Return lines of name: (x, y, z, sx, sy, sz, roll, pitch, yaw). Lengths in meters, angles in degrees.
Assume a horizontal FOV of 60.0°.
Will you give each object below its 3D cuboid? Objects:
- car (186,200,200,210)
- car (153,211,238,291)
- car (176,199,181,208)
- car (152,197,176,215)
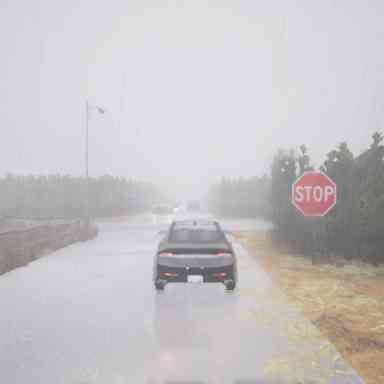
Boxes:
car: (0.123, 1.745, 45.844, 2.033, 1.411, 5.357, 0, 0, 0)
car: (0.079, 1.497, 8.991, 2.128, 1.511, 4.902, 0, 0, 0)
car: (-3.164, 1.574, 51.385, 2.097, 1.767, 4.553, 0, -1, 0)
car: (-3.179, 1.525, 36.778, 2.097, 1.767, 4.553, 0, -1, 0)
